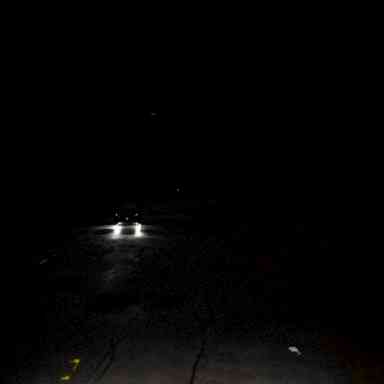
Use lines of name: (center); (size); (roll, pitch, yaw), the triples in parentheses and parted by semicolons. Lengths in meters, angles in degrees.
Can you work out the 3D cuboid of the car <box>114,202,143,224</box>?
car: (-4.625, 1.519, 24.631); (1.812, 1.442, 4.674); (0, 0, -6)
